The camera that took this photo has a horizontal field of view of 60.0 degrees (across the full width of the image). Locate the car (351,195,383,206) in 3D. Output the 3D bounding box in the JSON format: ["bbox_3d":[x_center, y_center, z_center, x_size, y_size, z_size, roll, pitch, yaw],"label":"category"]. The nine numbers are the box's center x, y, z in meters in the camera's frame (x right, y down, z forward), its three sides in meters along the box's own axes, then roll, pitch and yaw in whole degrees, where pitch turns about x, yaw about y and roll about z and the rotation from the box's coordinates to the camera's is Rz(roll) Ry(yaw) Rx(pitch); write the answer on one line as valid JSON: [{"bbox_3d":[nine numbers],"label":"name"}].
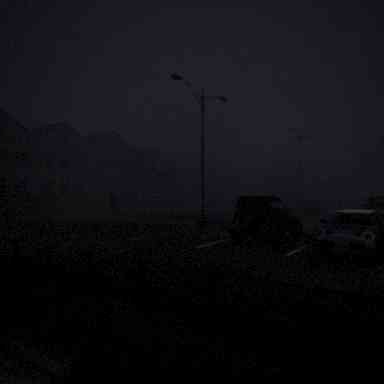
[{"bbox_3d":[10.293,1.101,18.223,1.932,1.855,4.605,0,0,35],"label":"car"}]

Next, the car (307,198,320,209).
[{"bbox_3d":[10.381,1.313,30.405,2.007,1.523,4.514,0,0,35],"label":"car"}]

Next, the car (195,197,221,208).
[{"bbox_3d":[2.526,1.395,45.967,2.033,1.411,5.357,0,0,36],"label":"car"}]

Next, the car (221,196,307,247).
[{"bbox_3d":[3.076,1.086,13.682,1.905,1.878,3.866,0,0,35],"label":"car"}]

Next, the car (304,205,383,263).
[{"bbox_3d":[5.443,1.365,11.268,1.970,1.475,3.806,0,0,35],"label":"car"}]

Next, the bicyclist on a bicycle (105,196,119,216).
[{"bbox_3d":[-6.435,1.142,26.627,1.656,1.620,0.582,0,0,35],"label":"bicyclist on a bicycle"}]
